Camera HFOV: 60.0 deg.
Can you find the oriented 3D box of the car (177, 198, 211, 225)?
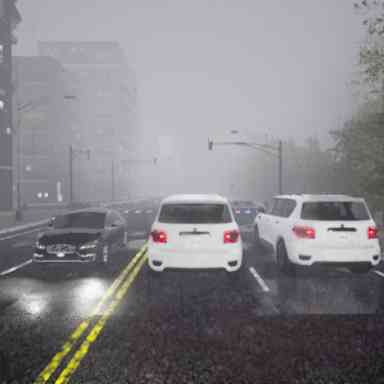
[{"bbox_3d":[0.111,1.197,22.207,2.033,1.411,5.357,0,1,0],"label":"car"}]

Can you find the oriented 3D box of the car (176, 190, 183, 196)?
[{"bbox_3d":[-3.212,0.180,87.429,1.812,1.442,4.674,0,1,0],"label":"car"}]

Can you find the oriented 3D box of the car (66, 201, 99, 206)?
[{"bbox_3d":[-6.553,1.234,19.886,2.033,1.411,5.357,0,1,0],"label":"car"}]

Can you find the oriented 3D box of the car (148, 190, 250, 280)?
[{"bbox_3d":[0.097,1.068,9.606,2.150,2.045,5.566,0,1,1],"label":"car"}]

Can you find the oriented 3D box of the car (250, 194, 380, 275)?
[{"bbox_3d":[3.356,1.058,10.096,2.150,2.045,5.566,0,1,0],"label":"car"}]

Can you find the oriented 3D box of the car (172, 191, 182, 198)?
[{"bbox_3d":[-3.220,0.493,71.791,1.895,1.301,4.718,0,1,0],"label":"car"}]

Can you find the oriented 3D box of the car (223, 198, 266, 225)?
[{"bbox_3d":[3.361,1.195,22.406,2.033,1.411,5.357,0,1,0],"label":"car"}]

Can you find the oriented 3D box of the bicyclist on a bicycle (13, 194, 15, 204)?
[{"bbox_3d":[-24.857,0.863,45.935,0.582,1.620,1.656,-1,1,-1],"label":"bicyclist on a bicycle"}]

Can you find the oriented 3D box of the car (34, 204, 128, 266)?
[{"bbox_3d":[-3.340,1.332,10.894,1.837,1.490,4.892,0,0,0],"label":"car"}]
